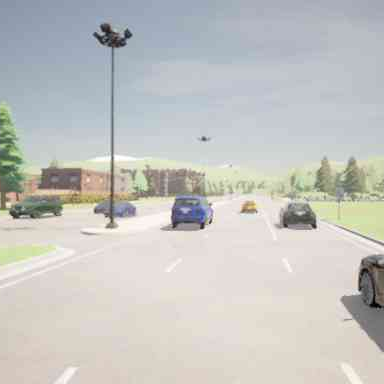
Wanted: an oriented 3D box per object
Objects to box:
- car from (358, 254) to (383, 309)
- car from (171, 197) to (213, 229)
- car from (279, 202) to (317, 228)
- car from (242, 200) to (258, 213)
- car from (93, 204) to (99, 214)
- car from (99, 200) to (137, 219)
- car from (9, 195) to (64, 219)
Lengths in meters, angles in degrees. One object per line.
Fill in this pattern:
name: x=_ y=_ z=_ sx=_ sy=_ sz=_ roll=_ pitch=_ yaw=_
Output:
car: x=4.176 y=1.526 z=5.011 sx=2.128 sy=1.511 sz=4.902 roll=0 pitch=0 yaw=7
car: x=0.101 y=1.327 z=22.805 sx=2.150 sy=2.045 sz=5.566 roll=0 pitch=0 yaw=11
car: x=7.371 y=1.479 z=23.517 sx=2.097 sy=1.767 sz=4.553 roll=0 pitch=0 yaw=11
car: x=7.176 y=1.685 z=41.138 sx=1.882 sy=1.535 sz=5.008 roll=0 pitch=0 yaw=11
car: x=-9.143 y=1.652 z=36.748 sx=1.837 sy=1.490 sz=4.892 roll=0 pitch=0 yaw=11
car: x=-6.610 y=1.654 z=31.386 sx=1.812 sy=1.442 sz=4.674 roll=0 pitch=0 yaw=11
car: x=-13.957 y=1.326 z=30.236 sx=2.150 sy=2.045 sz=5.566 roll=0 pitch=0 yaw=11
